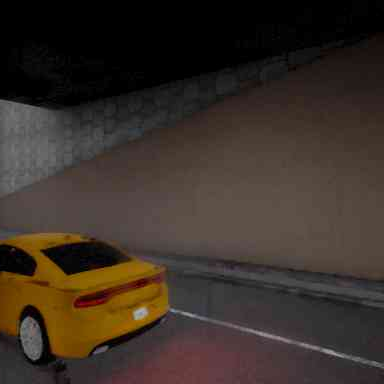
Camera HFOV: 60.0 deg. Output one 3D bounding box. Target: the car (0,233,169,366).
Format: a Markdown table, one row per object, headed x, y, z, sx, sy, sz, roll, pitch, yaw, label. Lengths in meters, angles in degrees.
| x | y | z | sx | sy | sz | roll | pitch | yaw | label |
| --- | --- | --- | --- | --- | --- | --- | --- | --- | --- |
| -2.683 | 1.478 | 5.880 | 5.008 | 1.535 | 1.882 | 0 | 0 | 36 | car |
